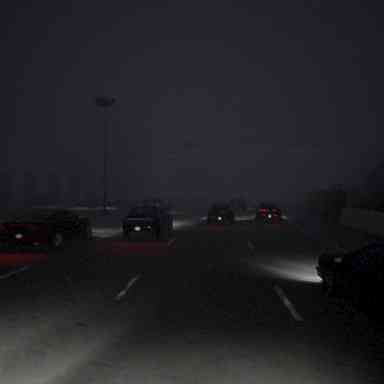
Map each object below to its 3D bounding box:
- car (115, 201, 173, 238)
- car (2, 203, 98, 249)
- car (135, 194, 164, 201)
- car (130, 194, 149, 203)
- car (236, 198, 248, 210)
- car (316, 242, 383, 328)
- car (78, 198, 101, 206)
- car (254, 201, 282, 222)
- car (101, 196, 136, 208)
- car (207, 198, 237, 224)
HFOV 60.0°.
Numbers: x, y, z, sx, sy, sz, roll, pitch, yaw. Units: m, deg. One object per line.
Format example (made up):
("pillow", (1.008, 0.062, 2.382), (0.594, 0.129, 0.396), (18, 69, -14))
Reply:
("car", (-2.250, 1.481, 17.806), (2.128, 1.511, 4.902), (0, 0, 6))
("car", (-6.096, 1.462, 14.626), (1.882, 1.535, 5.008), (0, 0, 5))
("car", (-3.503, 1.333, 32.464), (2.097, 1.767, 4.553), (0, 0, 11))
("car", (-10.996, 1.304, 70.377), (2.097, 1.767, 4.553), (0, 0, 18))
("car", (5.962, 1.496, 42.282), (1.837, 1.490, 4.892), (0, 0, 15))
("car", (3.768, 1.551, 5.470), (2.033, 1.411, 5.357), (0, 0, 2))
("car", (-14.380, 1.506, 48.283), (2.033, 1.411, 5.357), (0, 0, 15))
("car", (6.052, 1.503, 26.518), (1.837, 1.490, 4.892), (0, 0, 10))
("car", (-10.630, 1.512, 48.717), (2.033, 1.411, 5.357), (0, 0, 16))
("car", (2.210, 1.500, 24.703), (1.837, 1.490, 4.892), (0, 0, 8))
